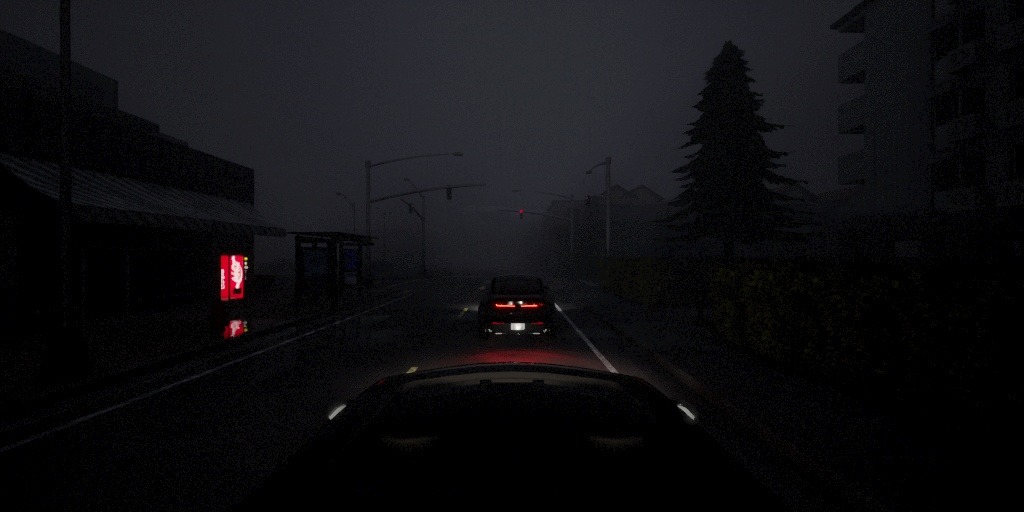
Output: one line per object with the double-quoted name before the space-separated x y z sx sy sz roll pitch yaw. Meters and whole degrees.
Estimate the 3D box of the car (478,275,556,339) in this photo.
"car" 0.118 1.255 10.050 1.837 1.490 4.892 0 0 0
